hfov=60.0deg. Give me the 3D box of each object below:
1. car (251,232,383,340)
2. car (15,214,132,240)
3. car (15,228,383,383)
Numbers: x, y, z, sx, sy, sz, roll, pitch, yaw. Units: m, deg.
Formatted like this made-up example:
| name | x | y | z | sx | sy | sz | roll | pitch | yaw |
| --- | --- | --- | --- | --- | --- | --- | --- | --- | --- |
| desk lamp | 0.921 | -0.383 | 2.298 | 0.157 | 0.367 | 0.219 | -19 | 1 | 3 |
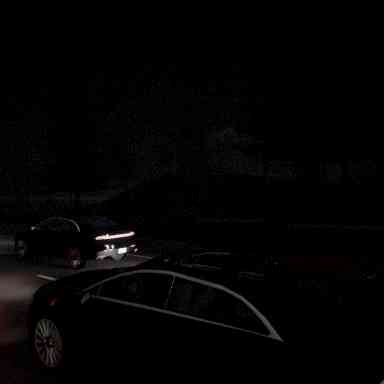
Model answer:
| name | x | y | z | sx | sy | sz | roll | pitch | yaw |
| --- | --- | --- | --- | --- | --- | --- | --- | --- | --- |
| car | 3.597 | 1.601 | 5.725 | 4.718 | 1.301 | 1.895 | 0 | 0 | 36 |
| car | -3.989 | 1.477 | 11.036 | 4.902 | 1.511 | 2.128 | 0 | 0 | 35 |
| car | -0.078 | 1.490 | 4.040 | 4.902 | 1.511 | 2.128 | 0 | 0 | 35 |
